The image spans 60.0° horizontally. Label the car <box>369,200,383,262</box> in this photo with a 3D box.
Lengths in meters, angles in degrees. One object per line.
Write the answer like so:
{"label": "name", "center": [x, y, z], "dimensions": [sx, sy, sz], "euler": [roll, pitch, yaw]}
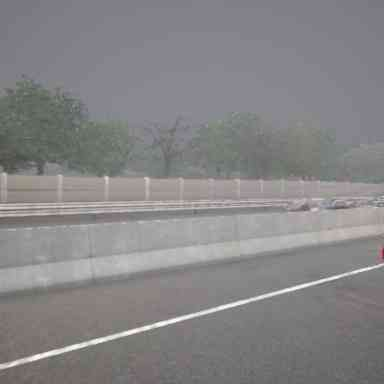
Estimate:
{"label": "car", "center": [7.314, 1.193, 8.941], "dimensions": [5.566, 2.045, 2.150], "euler": [0, 0, -35]}

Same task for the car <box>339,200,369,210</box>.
{"label": "car", "center": [14.540, 1.419, 27.143], "dimensions": [4.902, 1.511, 2.128], "euler": [0, 0, -35]}

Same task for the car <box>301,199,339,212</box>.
{"label": "car", "center": [12.518, 1.418, 30.000], "dimensions": [4.902, 1.511, 2.128], "euler": [0, 0, -35]}

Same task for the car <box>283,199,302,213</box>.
{"label": "car", "center": [11.210, 1.450, 33.357], "dimensions": [4.674, 1.442, 1.812], "euler": [0, 0, -35]}
